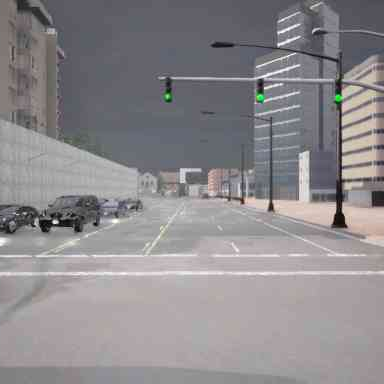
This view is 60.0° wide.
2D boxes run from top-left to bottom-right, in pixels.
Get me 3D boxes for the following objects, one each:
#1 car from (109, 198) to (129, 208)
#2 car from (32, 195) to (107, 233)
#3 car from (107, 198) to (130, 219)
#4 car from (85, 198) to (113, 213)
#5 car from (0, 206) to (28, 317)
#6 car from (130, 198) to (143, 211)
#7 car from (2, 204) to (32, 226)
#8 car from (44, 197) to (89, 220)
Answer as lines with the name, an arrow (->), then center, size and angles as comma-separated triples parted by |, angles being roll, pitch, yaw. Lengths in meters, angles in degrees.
car -> -10.586, 1.601, 48.369 | 1.895, 1.301, 4.718 | 0, 0, 0
car -> -7.109, 1.221, 20.056 | 2.150, 2.045, 5.566 | 0, 0, 0
car -> -7.117, 1.526, 29.696 | 1.812, 1.442, 4.674 | 0, 0, 0
car -> -10.617, 1.505, 38.309 | 1.837, 1.490, 4.892 | 0, 0, 0
car -> -4.883, 1.229, 3.118 | 5.566, 2.045, 2.150 | 0, 0, 0
car -> -7.115, 1.491, 40.039 | 2.128, 1.511, 4.902 | 0, 0, 0
car -> -10.612, 1.505, 19.423 | 1.837, 1.490, 4.892 | 0, 0, 0
car -> -10.617, 1.352, 28.491 | 2.097, 1.767, 4.553 | 0, 0, 0
